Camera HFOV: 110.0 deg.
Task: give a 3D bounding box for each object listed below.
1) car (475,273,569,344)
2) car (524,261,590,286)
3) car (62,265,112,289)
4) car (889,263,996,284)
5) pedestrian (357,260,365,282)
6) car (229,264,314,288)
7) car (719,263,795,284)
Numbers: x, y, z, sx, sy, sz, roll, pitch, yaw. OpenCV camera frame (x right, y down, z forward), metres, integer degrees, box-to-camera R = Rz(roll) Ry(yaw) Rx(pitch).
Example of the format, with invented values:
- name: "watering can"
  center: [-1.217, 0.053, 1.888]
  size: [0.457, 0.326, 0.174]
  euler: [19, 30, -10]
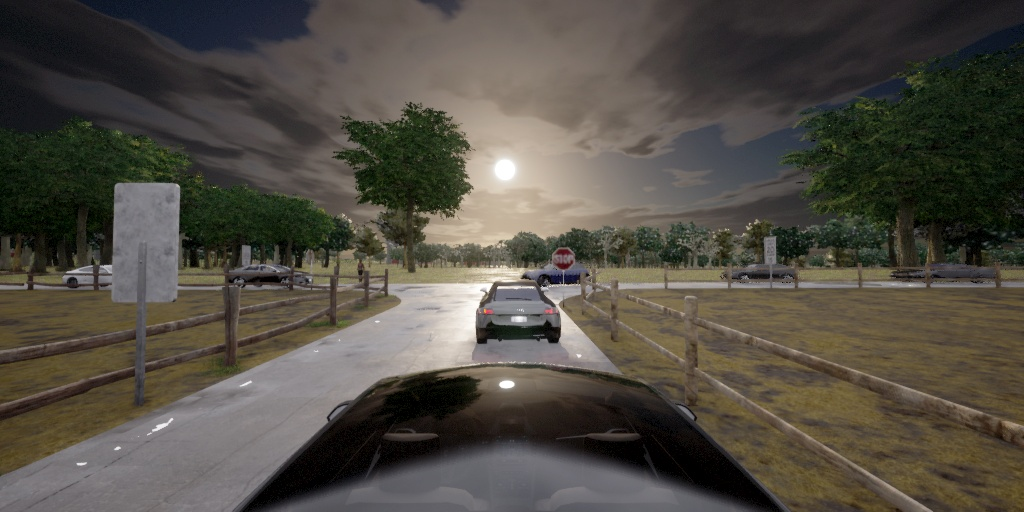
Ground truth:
- name: "car"
  center: [0.081, 1.325, 9.675]
  size: [1.994, 1.385, 4.181]
  euler: [0, 0, -2]
- name: "car"
  center: [2.790, 1.115, 23.460]
  size: [4.553, 1.767, 2.097]
  euler: [0, 0, -26]
- name: "car"
  center: [-25.519, 1.290, 22.749]
  size: [4.674, 1.442, 1.812]
  euler: [0, -2, 0]
- name: "car"
  center: [30.062, 1.210, 25.086]
  size: [5.357, 1.411, 2.033]
  euler: [0, -2, 6]
- name: "pedestrian"
  center: [-12.135, 1.185, 28.741]
  size: [0.375, 1.860, 0.375]
  euler: [0, -1, 0]
- name: "car"
  center: [-15.250, 1.260, 22.759]
  size: [4.902, 1.511, 2.128]
  euler: [0, -1, 0]
- name: "car"
  center: [17.524, 1.241, 25.637]
  size: [4.892, 1.490, 1.837]
  euler: [0, -2, 1]
